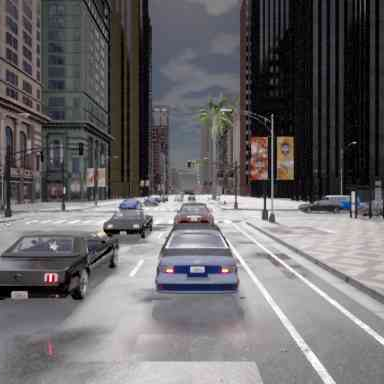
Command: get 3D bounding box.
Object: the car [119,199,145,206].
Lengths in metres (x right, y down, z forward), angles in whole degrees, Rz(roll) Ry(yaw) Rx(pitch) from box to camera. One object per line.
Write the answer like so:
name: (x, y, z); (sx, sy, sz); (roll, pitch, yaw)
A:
car: (-6.610, 1.474, 35.796); (1.882, 1.535, 5.008); (0, 0, 0)

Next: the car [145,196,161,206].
car: (-6.611, 1.522, 53.599); (1.812, 1.442, 4.674); (0, 0, 0)

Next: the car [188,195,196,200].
car: (-0.032, 1.537, 91.458); (2.033, 1.411, 5.357); (0, 0, 0)

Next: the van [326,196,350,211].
van: (17.054, 1.311, 38.121); (3.998, 1.788, 1.690); (0, 0, 0)

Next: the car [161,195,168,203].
car: (-6.546, 1.561, 66.727); (1.994, 1.385, 4.181); (0, 0, 0)

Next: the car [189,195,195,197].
car: (-0.028, 1.521, 81.237); (1.812, 1.442, 4.674); (0, 0, 0)

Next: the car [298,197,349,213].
car: (13.726, 1.505, 35.454); (4.674, 1.442, 1.812); (0, 0, 2)

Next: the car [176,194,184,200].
car: (-3.281, 1.307, 90.387); (1.882, 1.535, 5.008); (0, 0, 0)

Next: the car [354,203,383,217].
car: (17.061, 1.545, 29.596); (4.403, 1.369, 2.008); (0, 0, 0)

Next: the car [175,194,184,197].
car: (-3.278, 1.513, 80.384); (1.812, 1.442, 4.674); (0, 0, 0)

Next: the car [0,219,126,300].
car: (-3.152, 1.600, 8.317); (1.895, 1.301, 4.718); (0, 0, 0)

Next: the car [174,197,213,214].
car: (0.114, 1.350, 18.388); (2.097, 1.767, 4.553); (0, 0, 0)

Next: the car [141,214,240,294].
car: (0.099, 1.546, 8.945); (2.033, 1.411, 5.357); (0, 0, 0)

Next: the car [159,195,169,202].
car: (-6.527, 1.474, 77.312); (1.882, 1.535, 5.008); (0, 0, 0)

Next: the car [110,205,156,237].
car: (-3.160, 1.599, 17.484); (1.895, 1.301, 4.718); (0, 0, 0)
